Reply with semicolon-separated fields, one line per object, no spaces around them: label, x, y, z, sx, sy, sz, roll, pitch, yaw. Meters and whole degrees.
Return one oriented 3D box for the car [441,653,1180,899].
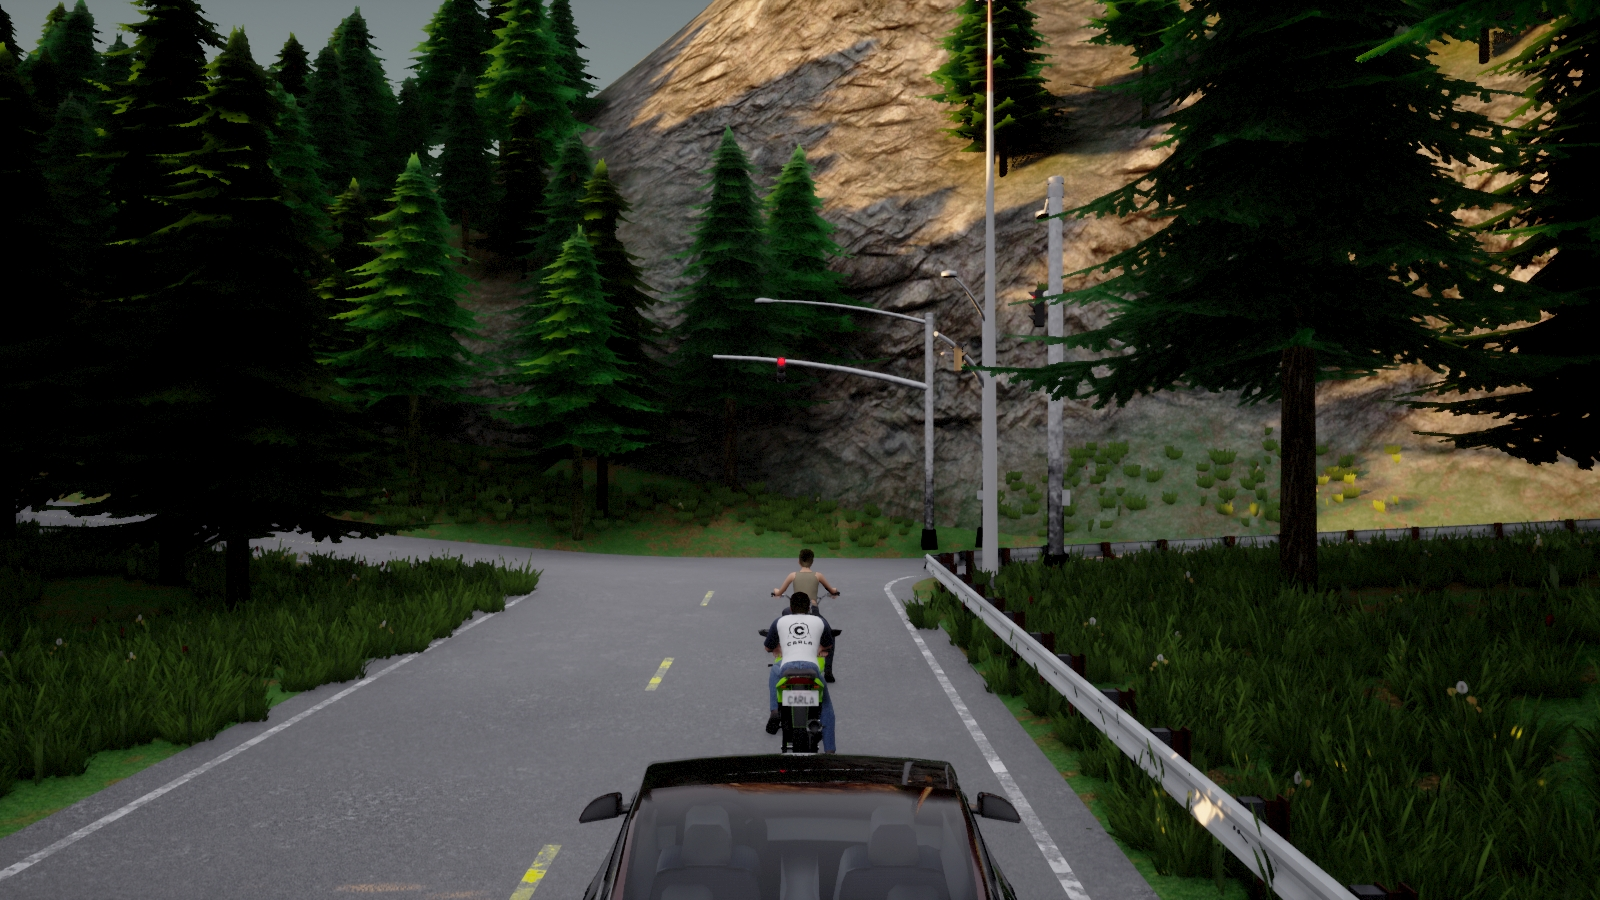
car;0.029;2.063;5.012;2.163;1.488;4.792;0;0;0

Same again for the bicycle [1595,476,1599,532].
bicycle;21.709;1.357;29.482;1.835;1.471;0.329;-5;-2;26

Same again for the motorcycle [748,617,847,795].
motorcycle;-0.020;2.213;10.238;0.803;1.145;2.033;0;0;0
